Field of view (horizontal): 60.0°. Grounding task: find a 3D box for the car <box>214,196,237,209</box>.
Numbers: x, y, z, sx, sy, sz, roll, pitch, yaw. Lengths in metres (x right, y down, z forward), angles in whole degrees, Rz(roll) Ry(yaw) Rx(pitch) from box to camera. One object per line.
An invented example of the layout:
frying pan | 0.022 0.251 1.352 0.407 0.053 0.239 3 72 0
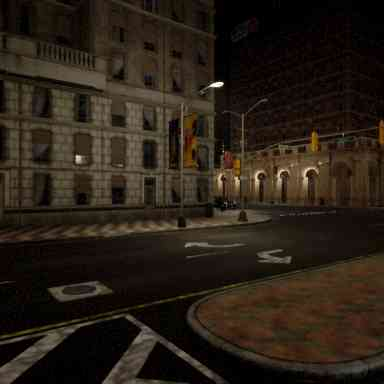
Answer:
car | 3.747 1.363 43.657 2.097 1.767 4.553 0 0 -36
